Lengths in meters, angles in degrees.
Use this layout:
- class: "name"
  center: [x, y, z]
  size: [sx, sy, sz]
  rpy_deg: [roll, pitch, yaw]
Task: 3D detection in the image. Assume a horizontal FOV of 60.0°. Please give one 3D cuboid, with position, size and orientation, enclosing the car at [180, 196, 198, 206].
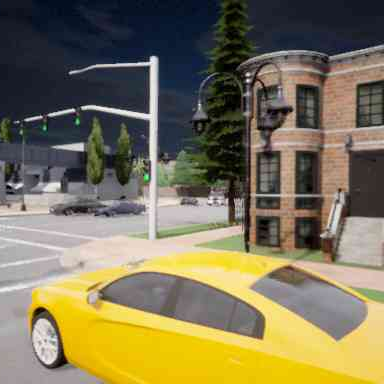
- class: "car"
  center: [-0.350, 1.317, 48.109]
  size: [1.994, 1.385, 4.181]
  rpy_deg: [1, 0, 12]

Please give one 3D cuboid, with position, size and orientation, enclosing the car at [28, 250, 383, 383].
- class: "car"
  center: [0.011, 1.459, 3.959]
  size: [5.008, 1.535, 1.882]
  rpy_deg: [1, 0, 36]

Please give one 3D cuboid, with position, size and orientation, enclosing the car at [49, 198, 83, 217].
- class: "car"
  center: [-9.982, 1.286, 29.040]
  size: [1.837, 1.490, 4.892]
  rpy_deg: [1, 0, 34]

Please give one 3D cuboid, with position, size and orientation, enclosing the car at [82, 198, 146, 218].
- class: "car"
  center: [-6.221, 1.360, 28.265]
  size: [2.033, 1.411, 5.357]
  rpy_deg: [1, 0, 35]

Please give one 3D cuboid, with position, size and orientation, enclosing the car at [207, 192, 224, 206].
- class: "car"
  center: [3.624, 0.994, 49.873]
  size: [2.150, 2.045, 5.566]
  rpy_deg: [1, 0, 9]
